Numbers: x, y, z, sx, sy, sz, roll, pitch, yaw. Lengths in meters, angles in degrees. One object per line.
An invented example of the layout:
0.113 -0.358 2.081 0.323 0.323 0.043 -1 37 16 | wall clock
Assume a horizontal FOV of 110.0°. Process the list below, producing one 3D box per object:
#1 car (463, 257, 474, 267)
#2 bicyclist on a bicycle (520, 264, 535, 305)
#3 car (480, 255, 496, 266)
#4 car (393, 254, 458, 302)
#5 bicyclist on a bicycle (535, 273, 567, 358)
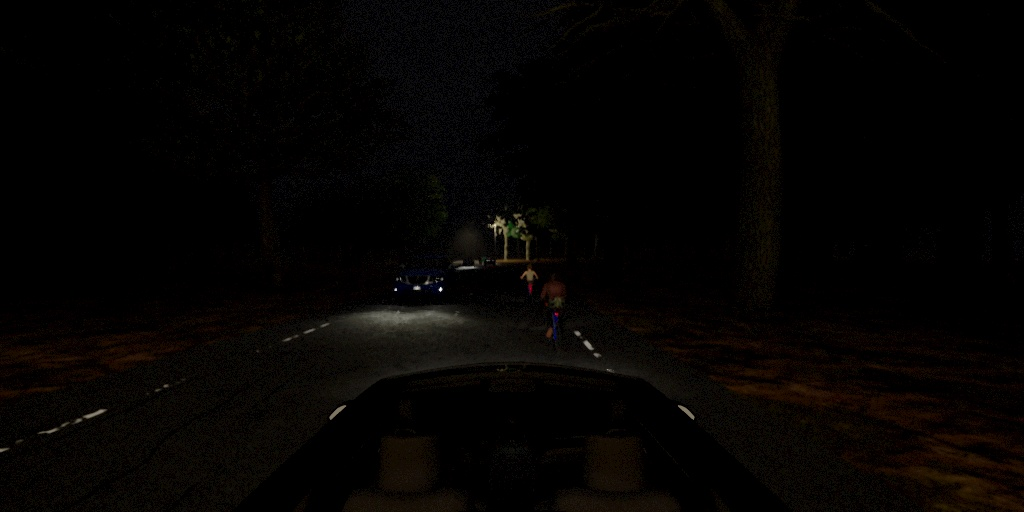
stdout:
-7.401 0.996 61.457 2.128 1.511 4.902 0 0 -7 | car
0.726 1.143 14.855 0.866 1.612 1.509 0 0 -2 | bicyclist on a bicycle
-3.938 0.965 63.143 2.128 1.511 4.902 0 0 -7 | car
-3.919 0.927 17.187 2.150 2.045 5.566 0 0 -2 | car
0.893 1.185 7.508 0.582 1.620 1.656 0 0 -1 | bicyclist on a bicycle
